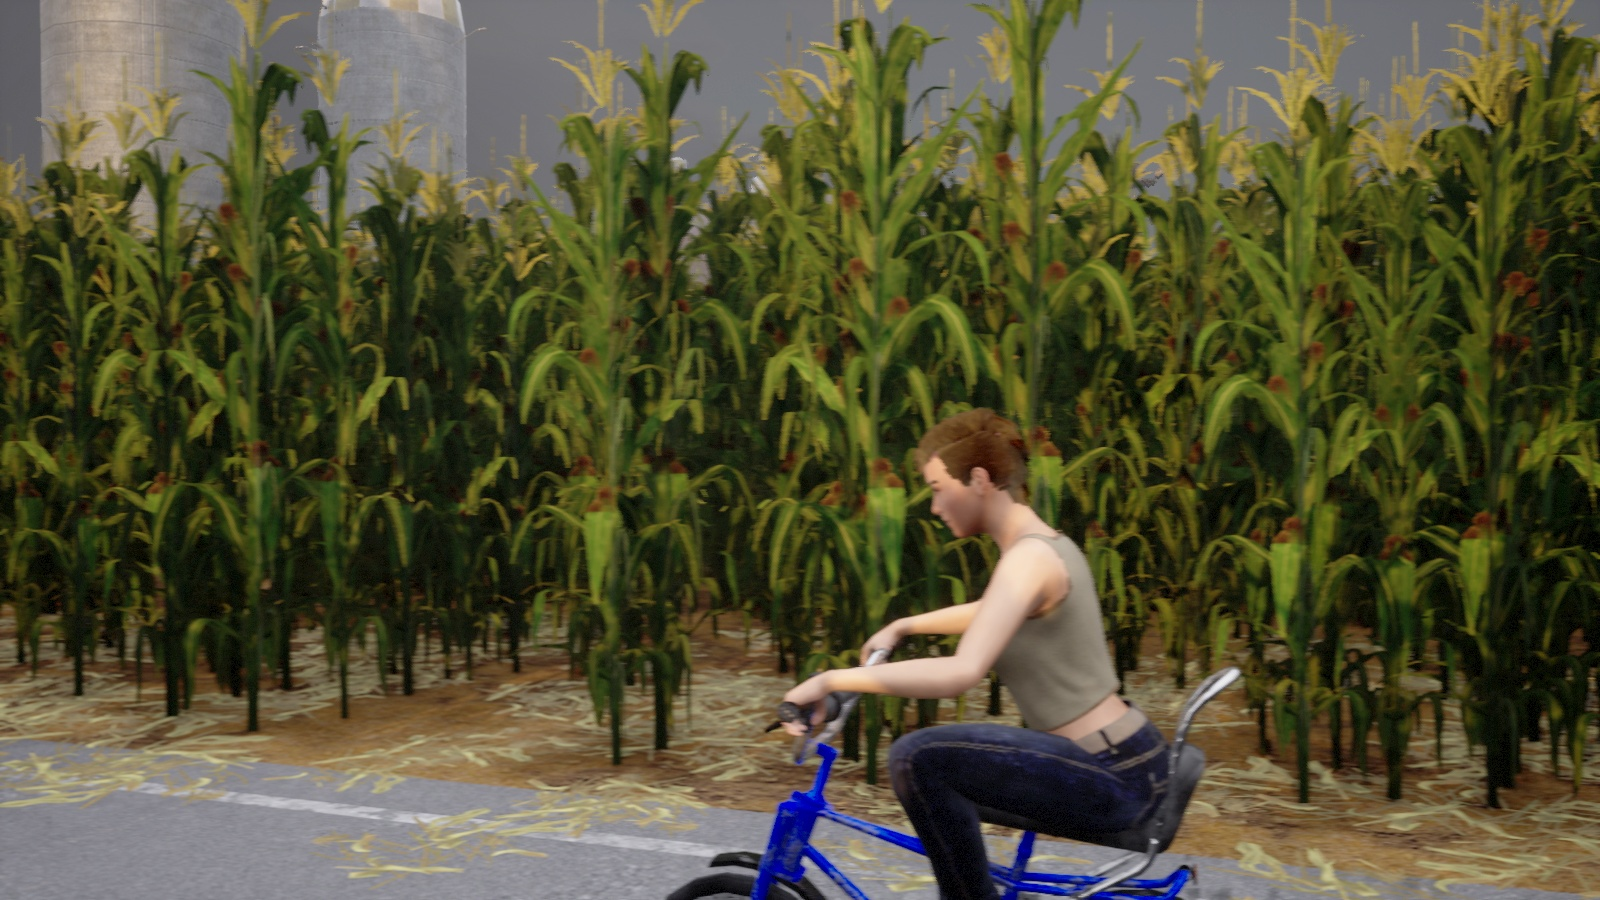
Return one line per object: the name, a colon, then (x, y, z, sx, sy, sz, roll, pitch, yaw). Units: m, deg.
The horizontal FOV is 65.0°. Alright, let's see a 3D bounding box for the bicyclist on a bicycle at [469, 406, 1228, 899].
bicyclist on a bicycle: (0.156, 0.719, 2.819, 1.509, 1.612, 0.866, 1, 1, 19)
